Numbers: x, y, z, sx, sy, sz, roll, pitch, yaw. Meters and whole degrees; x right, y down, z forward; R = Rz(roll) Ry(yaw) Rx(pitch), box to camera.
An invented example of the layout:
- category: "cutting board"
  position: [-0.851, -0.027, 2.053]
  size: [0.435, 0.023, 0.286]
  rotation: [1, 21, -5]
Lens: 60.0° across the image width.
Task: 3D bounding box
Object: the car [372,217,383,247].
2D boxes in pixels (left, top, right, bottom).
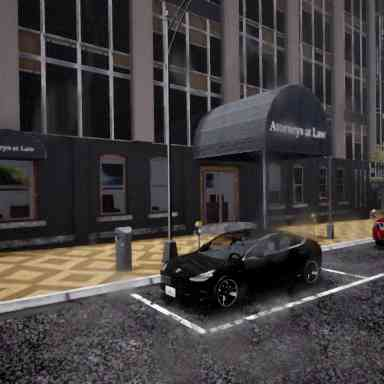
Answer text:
- category: "car"
  position: [9.597, 1.310, 13.994]
  size: [5.009, 1.841, 2.192]
  rotation: [0, -1, -37]

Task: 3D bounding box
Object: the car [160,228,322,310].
- category: "car"
  position: [1.317, 1.564, 7.797]
  size: [4.313, 1.339, 1.947]
  rotation: [0, -1, -37]
